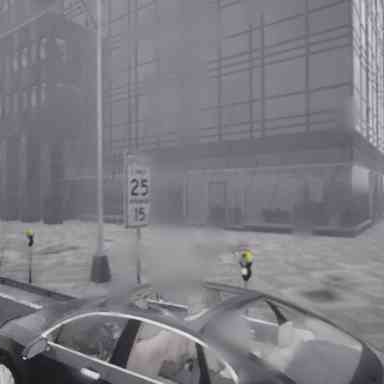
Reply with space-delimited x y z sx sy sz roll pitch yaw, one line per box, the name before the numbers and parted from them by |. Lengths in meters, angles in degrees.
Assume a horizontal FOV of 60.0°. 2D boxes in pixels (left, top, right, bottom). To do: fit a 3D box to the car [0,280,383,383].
car | -0.299 1.571 3.174 4.403 1.369 2.008 -1 0 35
